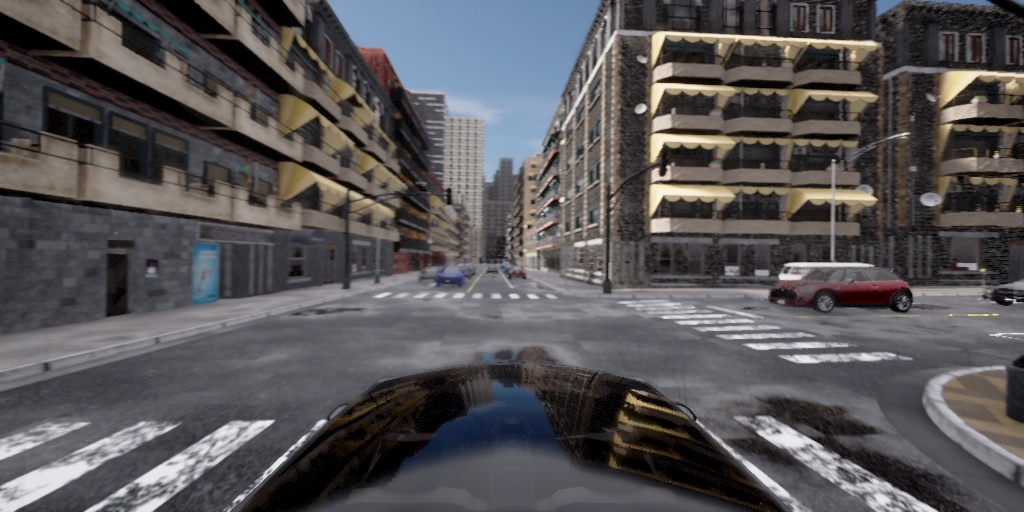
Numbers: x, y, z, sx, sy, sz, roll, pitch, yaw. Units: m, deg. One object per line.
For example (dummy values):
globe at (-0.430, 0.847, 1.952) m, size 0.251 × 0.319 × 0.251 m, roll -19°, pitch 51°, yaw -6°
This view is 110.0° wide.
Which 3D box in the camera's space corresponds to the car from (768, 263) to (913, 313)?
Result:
car at (12.792, 1.215, 14.182) m, size 4.553 × 1.767 × 2.097 m, roll 0°, pitch 0°, yaw -3°

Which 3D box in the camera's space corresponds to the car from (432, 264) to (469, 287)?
car at (-4.657, 1.533, 27.775) m, size 1.882 × 1.535 × 5.008 m, roll 1°, pitch -1°, yaw -3°

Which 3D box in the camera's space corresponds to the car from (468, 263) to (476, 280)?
car at (-5.202, 1.758, 37.715) m, size 1.994 × 1.385 × 4.181 m, roll 1°, pitch -1°, yaw -2°

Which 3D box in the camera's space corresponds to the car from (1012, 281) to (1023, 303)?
car at (15.311, 1.400, 8.525) m, size 4.313 × 1.339 × 1.948 m, roll 0°, pitch 0°, yaw -4°

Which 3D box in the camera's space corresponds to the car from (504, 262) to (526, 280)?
car at (0.472, 1.744, 39.527) m, size 1.967 × 1.591 × 4.097 m, roll 0°, pitch 0°, yaw -3°

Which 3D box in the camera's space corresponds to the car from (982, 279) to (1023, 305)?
car at (23.025, 1.409, 14.877) m, size 5.357 × 1.411 × 2.033 m, roll 0°, pitch 0°, yaw -4°

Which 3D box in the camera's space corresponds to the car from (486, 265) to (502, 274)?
car at (-2.986, 2.032, 55.069) m, size 2.033 × 1.411 × 5.357 m, roll 1°, pitch -1°, yaw -4°

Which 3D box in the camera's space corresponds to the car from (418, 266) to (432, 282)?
car at (-7.586, 1.648, 33.548) m, size 2.007 × 1.370 × 4.403 m, roll 0°, pitch 0°, yaw -3°

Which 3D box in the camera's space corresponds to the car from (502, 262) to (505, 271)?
car at (-0.453, 2.087, 56.083) m, size 2.007 × 1.370 × 4.403 m, roll 0°, pitch 0°, yaw -3°
